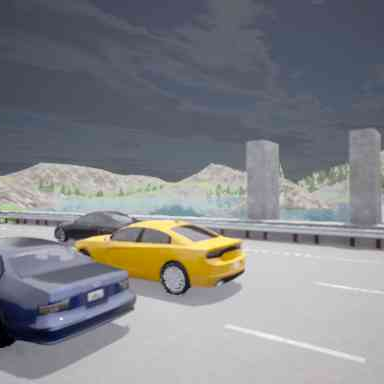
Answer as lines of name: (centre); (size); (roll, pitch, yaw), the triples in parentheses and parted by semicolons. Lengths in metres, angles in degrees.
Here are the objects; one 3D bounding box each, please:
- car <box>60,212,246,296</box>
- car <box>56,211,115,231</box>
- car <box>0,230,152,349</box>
car: (-1.065, 1.501, 8.803); (5.008, 1.535, 1.882); (-1, 0, 34)
car: (-4.118, 1.585, 14.900); (4.674, 1.442, 1.812); (-1, 0, 32)
car: (-3.522, 1.585, 6.282); (5.357, 1.411, 2.033); (-1, 0, 33)
